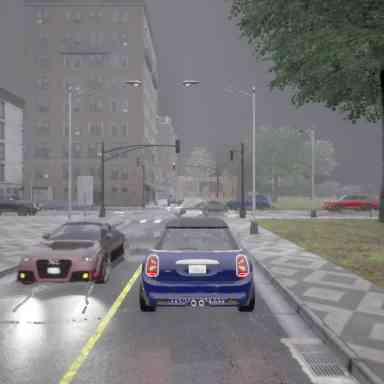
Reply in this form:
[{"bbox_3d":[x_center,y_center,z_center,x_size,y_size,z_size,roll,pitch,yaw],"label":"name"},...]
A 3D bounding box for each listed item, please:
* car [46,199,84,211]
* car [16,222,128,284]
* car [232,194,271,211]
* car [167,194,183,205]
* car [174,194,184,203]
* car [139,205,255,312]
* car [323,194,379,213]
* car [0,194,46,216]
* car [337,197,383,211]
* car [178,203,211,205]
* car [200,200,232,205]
[{"bbox_3d":[-16.128,1.619,41.069,5.357,1.411,2.033,0,-1,0],"label":"car"},{"bbox_3d":[-3.098,1.567,9.440,1.994,1.385,4.181,0,0,0],"label":"car"},{"bbox_3d":[6.988,1.315,41.441,5.566,2.045,2.150,0,0,6],"label":"car"},{"bbox_3d":[-2.976,1.294,55.732,2.150,2.045,5.566,0,0,-2],"label":"car"},{"bbox_3d":[-2.915,1.369,76.118,2.150,2.045,5.566,0,0,0],"label":"car"},{"bbox_3d":[0.094,1.354,7.877,2.097,1.767,4.553,0,0,0],"label":"car"},{"bbox_3d":[17.883,1.284,37.919,5.566,2.045,2.150,0,-1,0],"label":"car"},{"bbox_3d":[-17.133,1.187,31.120,5.566,2.045,2.150,0,-1,0],"label":"car"},{"bbox_3d":[20.731,1.455,41.171,4.553,1.767,2.097,0,-1,0],"label":"car"},{"bbox_3d":[0.020,1.536,17.550,1.812,1.442,4.674,0,0,1],"label":"car"},{"bbox_3d":[1.745,1.591,35.568,4.181,1.385,1.994,0,0,-33],"label":"car"}]
